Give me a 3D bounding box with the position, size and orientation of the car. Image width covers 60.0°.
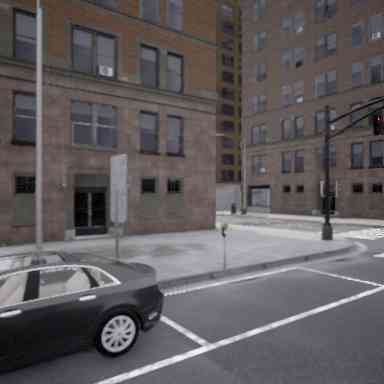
[{"bbox_3d":[-2.469,1.552,4.429,4.403,1.369,2.008,0,0,-35],"label":"car"}]
